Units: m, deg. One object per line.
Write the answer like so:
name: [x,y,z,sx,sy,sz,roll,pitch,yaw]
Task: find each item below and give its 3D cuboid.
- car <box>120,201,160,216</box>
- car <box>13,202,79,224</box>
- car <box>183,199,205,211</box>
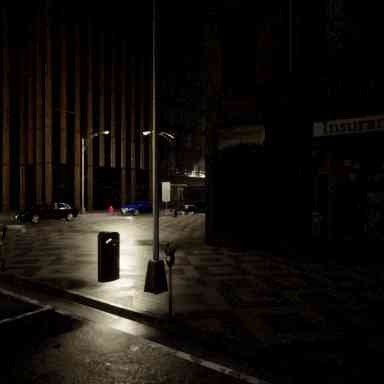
car: [-5.251,1.626,34.184,1.812,1.442,4.674,0,0,36]
car: [-11.184,1.568,25.791,1.837,1.490,4.892,0,0,35]
car: [0.764,1.628,42.663,2.128,1.511,4.902,0,0,35]
